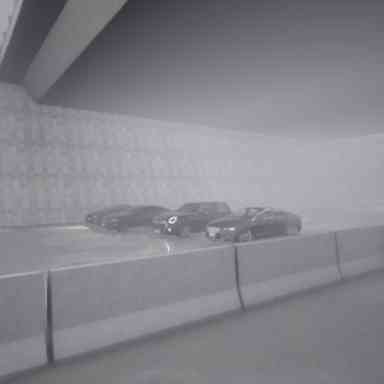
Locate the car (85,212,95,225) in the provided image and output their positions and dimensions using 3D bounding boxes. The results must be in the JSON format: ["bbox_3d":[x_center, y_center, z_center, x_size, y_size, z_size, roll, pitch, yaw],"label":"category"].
[{"bbox_3d":[-4.844,1.491,22.049,4.181,1.385,1.994,-1,0,-36],"label":"car"}]

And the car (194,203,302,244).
[{"bbox_3d":[2.793,1.404,14.601,4.902,1.511,2.128,-1,0,-36],"label":"car"}]

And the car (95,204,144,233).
[{"bbox_3d":[-2.851,1.453,19.170,4.674,1.442,1.812,-1,0,-36],"label":"car"}]

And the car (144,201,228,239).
[{"bbox_3d":[0.190,1.270,17.043,4.553,1.767,2.097,-1,0,-36],"label":"car"}]
